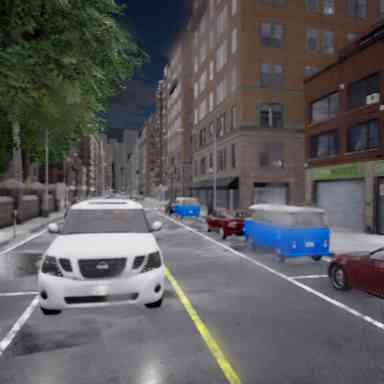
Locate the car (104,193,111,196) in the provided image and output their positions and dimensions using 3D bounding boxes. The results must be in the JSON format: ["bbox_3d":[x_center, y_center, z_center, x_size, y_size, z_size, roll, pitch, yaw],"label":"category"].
[{"bbox_3d":[-18.271,1.544,69.123,1.752,1.417,4.829,0,0,-13],"label":"car"}]

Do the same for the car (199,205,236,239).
[{"bbox_3d":[1.965,1.584,17.488,1.887,1.381,4.507,0,0,-13],"label":"car"}]

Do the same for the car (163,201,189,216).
[{"bbox_3d":[-1.727,1.615,34.063,1.947,1.339,4.313,0,0,-13],"label":"car"}]

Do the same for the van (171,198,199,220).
[{"bbox_3d":[-0.496,1.388,28.538,1.690,1.788,3.998,0,0,-13],"label":"van"}]

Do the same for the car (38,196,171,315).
[{"bbox_3d":[-2.032,1.231,8.061,2.150,2.045,5.566,0,0,-12],"label":"car"}]

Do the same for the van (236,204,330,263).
[{"bbox_3d":[3.195,1.375,11.963,1.690,1.788,3.998,0,0,-13],"label":"van"}]

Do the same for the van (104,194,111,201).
[{"bbox_3d":[-23.049,1.374,90.570,1.690,1.788,3.998,0,0,-13],"label":"van"}]

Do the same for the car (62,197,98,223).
[{"bbox_3d":[-8.808,1.330,26.646,2.192,1.841,5.009,0,0,-13],"label":"car"}]

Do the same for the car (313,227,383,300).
[{"bbox_3d":[4.426,1.610,6.438,1.802,1.307,4.206,0,0,-13],"label":"car"}]

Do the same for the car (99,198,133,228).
[{"bbox_3d":[-5.347,1.375,23.384,2.097,1.767,4.553,0,0,-13],"label":"car"}]
